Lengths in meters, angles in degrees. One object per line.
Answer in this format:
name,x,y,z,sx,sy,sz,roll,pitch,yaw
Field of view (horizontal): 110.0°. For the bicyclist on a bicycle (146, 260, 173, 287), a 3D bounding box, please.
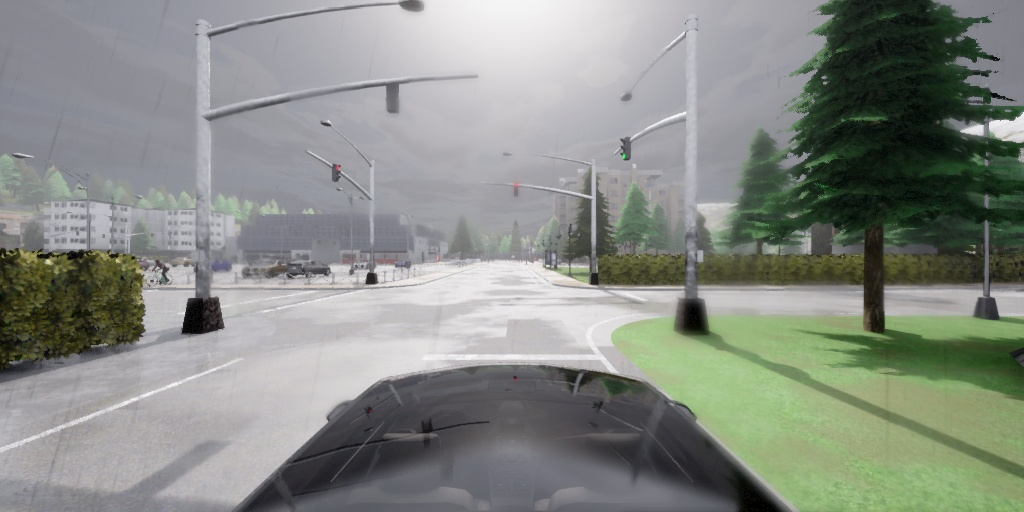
bicyclist on a bicycle,-21.760,1.050,22.163,0.582,1.620,1.656,0,0,1
